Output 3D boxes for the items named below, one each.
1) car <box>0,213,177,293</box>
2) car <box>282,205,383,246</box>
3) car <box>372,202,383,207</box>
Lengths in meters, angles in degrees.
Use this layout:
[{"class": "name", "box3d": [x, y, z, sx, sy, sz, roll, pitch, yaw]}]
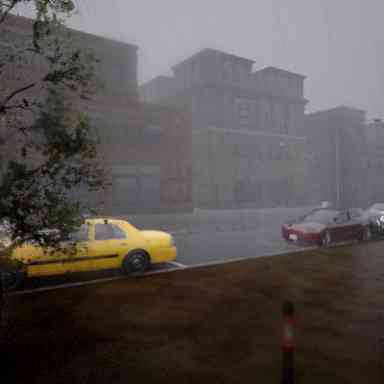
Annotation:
[{"class": "car", "box3d": [-2.978, 1.344, 8.454, 5.366, 1.575, 1.946, 1, -1, -33]}, {"class": "car", "box3d": [6.173, 1.485, 14.992, 4.792, 1.488, 2.163, 1, 0, -33]}, {"class": "car", "box3d": [10.723, 1.339, 18.266, 4.553, 1.767, 2.185, 1, 0, -33]}]
